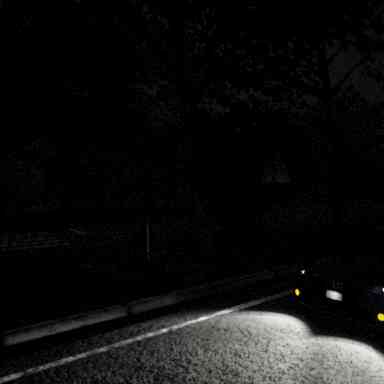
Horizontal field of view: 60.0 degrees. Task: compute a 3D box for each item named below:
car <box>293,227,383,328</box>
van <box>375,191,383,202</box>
[{"bbox_3d":[3.882,1.422,6.464,4.181,1.385,1.994,-1,1,-36],"label":"car"},{"bbox_3d":[29.899,0.537,49.946,1.878,1.987,4.442,1,0,-36],"label":"van"}]
